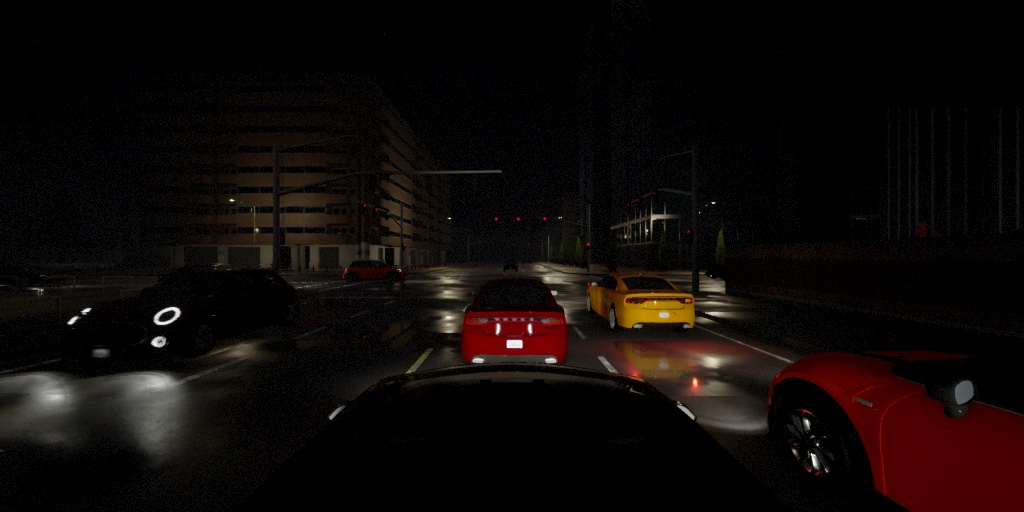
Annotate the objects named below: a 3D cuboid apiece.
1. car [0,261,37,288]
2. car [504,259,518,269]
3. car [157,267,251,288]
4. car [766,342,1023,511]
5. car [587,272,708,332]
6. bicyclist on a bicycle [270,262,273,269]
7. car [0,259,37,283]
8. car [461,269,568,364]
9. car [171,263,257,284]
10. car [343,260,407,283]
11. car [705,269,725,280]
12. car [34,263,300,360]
[{"bbox_3d":[-33.133,1.283,24.169,5.008,1.535,1.882,0,0,0],"label":"car"},{"bbox_3d":[-0.186,1.275,47.952,1.812,1.442,4.674,0,0,0],"label":"car"},{"bbox_3d":[-20.604,1.406,24.119,4.718,1.301,1.895,0,0,0],"label":"car"},{"bbox_3d":[3.600,1.102,1.717,2.097,1.767,4.553,0,0,0],"label":"car"},{"bbox_3d":[3.578,1.228,10.863,1.882,1.535,5.008,0,0,0],"label":"car"},{"bbox_3d":[-25.535,1.106,38.622,0.582,1.620,1.656,0,0,0],"label":"bicyclist on a bicycle"},{"bbox_3d":[-40.326,1.157,27.706,4.553,1.767,2.097,0,0,0],"label":"car"},{"bbox_3d":[0.059,1.228,8.088,1.882,1.535,5.008,0,0,0],"label":"car"},{"bbox_3d":[-22.835,1.297,27.628,4.902,1.511,2.128,0,0,0],"label":"car"},{"bbox_3d":[-10.698,1.137,28.251,4.553,1.767,2.097,0,0,-10],"label":"car"},{"bbox_3d":[19.523,1.406,31.167,4.718,1.301,1.895,0,0,0],"label":"car"},{"bbox_3d":[-7.177,1.102,8.472,2.097,1.767,4.553,0,0,-1],"label":"car"}]
